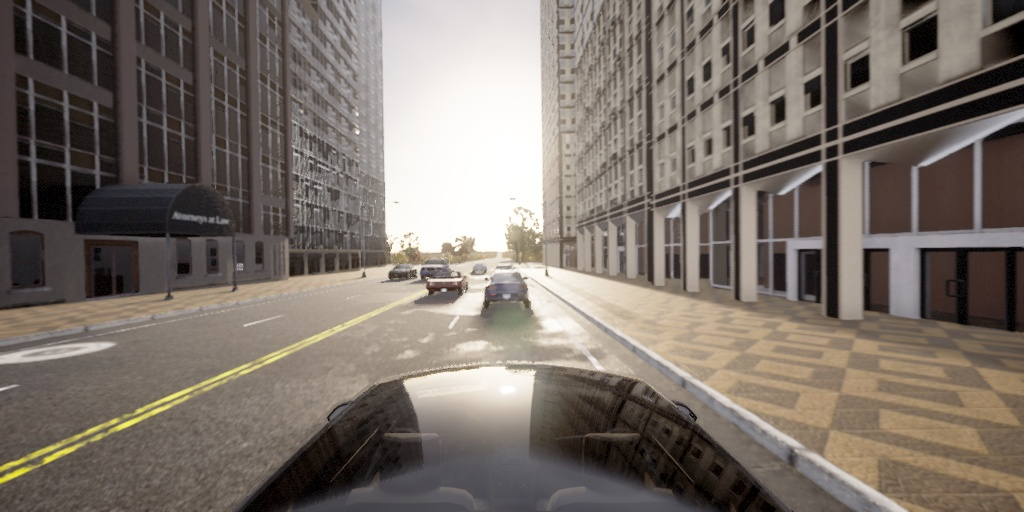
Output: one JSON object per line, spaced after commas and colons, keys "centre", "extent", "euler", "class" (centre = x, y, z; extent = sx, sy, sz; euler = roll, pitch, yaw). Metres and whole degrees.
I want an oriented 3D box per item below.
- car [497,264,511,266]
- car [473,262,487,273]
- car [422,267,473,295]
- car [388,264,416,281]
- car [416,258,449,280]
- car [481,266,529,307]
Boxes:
{"centre": [-0.703, 1.459, 32.551], "extent": [2.033, 1.411, 5.357], "euler": [-1, 0, -2], "class": "car"}
{"centre": [-4.432, 1.566, 49.938], "extent": [1.812, 1.442, 4.674], "euler": [-1, 0, -2], "class": "car"}
{"centre": [-3.619, 1.499, 20.925], "extent": [1.895, 1.301, 4.718], "euler": [-1, 0, -2], "class": "car"}
{"centre": [-10.722, 1.544, 35.461], "extent": [1.882, 1.535, 5.008], "euler": [-1, 0, -2], "class": "car"}
{"centre": [-7.469, 1.244, 35.228], "extent": [2.150, 2.045, 5.566], "euler": [-1, -1, -2], "class": "car"}
{"centre": [-0.250, 1.351, 15.843], "extent": [1.812, 1.442, 4.674], "euler": [-1, 0, -1], "class": "car"}
